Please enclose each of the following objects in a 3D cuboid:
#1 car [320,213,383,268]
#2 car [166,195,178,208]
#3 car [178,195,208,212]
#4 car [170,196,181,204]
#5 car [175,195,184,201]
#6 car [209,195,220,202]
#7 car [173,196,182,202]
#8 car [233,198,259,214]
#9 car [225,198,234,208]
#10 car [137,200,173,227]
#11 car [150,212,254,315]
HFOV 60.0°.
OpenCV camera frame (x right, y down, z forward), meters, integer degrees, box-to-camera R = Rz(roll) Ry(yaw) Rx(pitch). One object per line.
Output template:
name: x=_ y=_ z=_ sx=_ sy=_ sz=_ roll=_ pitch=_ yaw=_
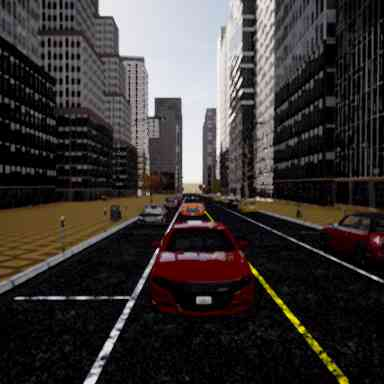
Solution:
car: x=5.900 y=1.416 z=11.304 sx=1.967 sy=1.590 sz=4.097 roll=-1 pitch=0 yaw=-1
car: x=-2.814 y=1.362 z=44.969 sx=1.967 sy=1.590 sz=4.097 roll=-1 pitch=0 yaw=-1
car: x=0.037 y=1.297 z=30.269 sx=2.097 sy=1.767 sz=4.553 roll=0 pitch=0 yaw=-1
car: x=-2.979 y=1.445 z=61.844 sx=1.887 sy=1.381 sz=4.507 roll=-1 pitch=0 yaw=-1
car: x=-3.202 y=1.429 z=84.342 sx=2.008 sy=1.369 sz=4.403 roll=-1 pitch=0 yaw=-1
car: x=5.287 y=1.411 z=73.345 sx=1.752 sy=1.417 sz=4.829 roll=-1 pitch=0 yaw=-1
car: x=-3.090 y=1.470 z=73.093 sx=1.802 sy=1.307 sz=4.206 roll=-1 pitch=0 yaw=-1
car: x=5.677 y=1.461 z=33.974 sx=1.752 sy=1.417 sz=4.829 roll=-1 pitch=0 yaw=-1
car: x=5.568 y=1.485 z=45.052 sx=1.947 sy=1.339 sz=4.313 roll=-1 pitch=0 yaw=-1
car: x=-2.589 y=1.508 z=22.471 sx=2.008 sy=1.369 sz=4.403 roll=-1 pitch=0 yaw=-1
car: x=0.159 y=1.461 z=7.842 sx=1.882 sy=1.535 sz=5.008 roll=0 pitch=0 yaw=-1
